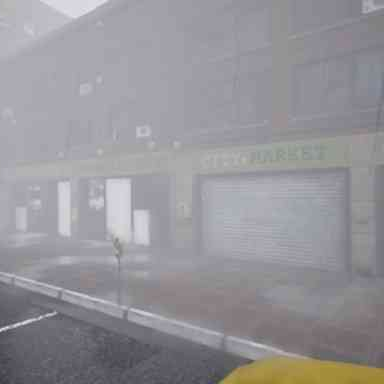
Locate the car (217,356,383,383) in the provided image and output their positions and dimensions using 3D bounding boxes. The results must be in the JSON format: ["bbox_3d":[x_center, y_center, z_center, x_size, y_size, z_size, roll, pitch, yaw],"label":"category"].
[{"bbox_3d":[2.060,1.522,1.413,4.829,1.417,1.752,0,-1,36],"label":"car"}]
